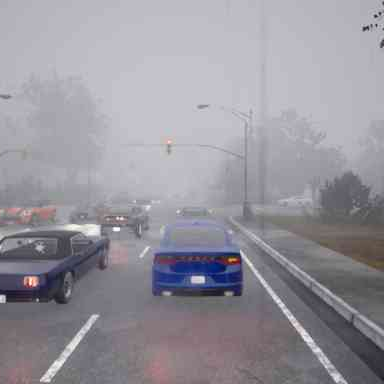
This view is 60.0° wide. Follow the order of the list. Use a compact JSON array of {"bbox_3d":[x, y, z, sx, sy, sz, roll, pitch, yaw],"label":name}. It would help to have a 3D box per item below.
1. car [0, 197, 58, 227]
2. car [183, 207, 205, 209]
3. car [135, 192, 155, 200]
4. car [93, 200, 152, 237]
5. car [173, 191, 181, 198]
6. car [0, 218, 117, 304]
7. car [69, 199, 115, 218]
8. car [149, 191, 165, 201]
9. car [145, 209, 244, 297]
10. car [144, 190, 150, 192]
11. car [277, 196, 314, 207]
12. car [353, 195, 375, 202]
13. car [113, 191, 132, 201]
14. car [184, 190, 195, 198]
[{"bbox_3d":[-10.566,1.209,21.630,2.097,1.767,4.553,0,1,0],"label":"car"},{"bbox_3d":[0.126,1.456,17.572,1.994,1.385,4.181,0,0,0],"label":"car"},{"bbox_3d":[-7.022,1.095,48.644,1.882,1.535,5.008,0,0,0],"label":"car"},{"bbox_3d":[-3.373,1.400,17.296,1.837,1.490,4.892,0,0,0],"label":"car"},{"bbox_3d":[-3.836,0.727,85.329,2.033,1.411,5.357,0,1,-4],"label":"car"},{"bbox_3d":[-3.387,1.572,8.044,1.895,1.301,4.718,0,0,0],"label":"car"},{"bbox_3d":[-7.064,1.405,23.370,1.994,1.385,4.181,0,1,0],"label":"car"},{"bbox_3d":[-6.952,1.018,65.912,1.994,1.385,4.181,0,1,0],"label":"car"},{"bbox_3d":[0.114,1.445,8.591,1.882,1.535,5.008,0,0,0],"label":"car"},{"bbox_3d":[-10.424,0.774,68.552,2.097,1.767,4.553,0,1,0],"label":"car"},{"bbox_3d":[13.290,1.195,42.822,4.674,1.442,1.812,0,1,-3],"label":"car"},{"bbox_3d":[22.478,1.169,43.329,4.892,1.490,1.837,0,1,-3],"label":"car"},{"bbox_3d":[-10.517,0.821,50.685,2.150,2.045,5.566,0,1,0],"label":"car"},{"bbox_3d":[-0.340,0.409,85.463,2.150,2.045,5.566,0,1,-4],"label":"car"}]
